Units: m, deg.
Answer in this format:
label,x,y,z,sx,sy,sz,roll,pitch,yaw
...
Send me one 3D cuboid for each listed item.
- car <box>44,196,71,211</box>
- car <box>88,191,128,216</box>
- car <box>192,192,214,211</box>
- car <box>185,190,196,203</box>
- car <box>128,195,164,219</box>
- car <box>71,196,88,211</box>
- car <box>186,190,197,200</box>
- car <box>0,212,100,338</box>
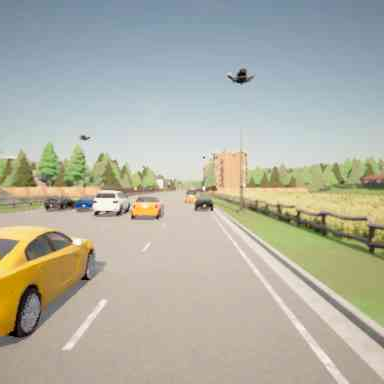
label,x,y,z,sx,sy,sz,roll,pitch,yaw
car,-13.916,1.132,35.349,2.128,1.511,4.902,0,1,0
car,-6.905,0.927,28.955,2.150,2.045,5.566,0,1,0
car,1.218,1.124,34.701,1.882,1.535,5.008,0,1,0
car,-0.098,0.808,53.381,2.097,1.767,4.553,0,0,0
car,-3.404,1.083,26.276,2.097,1.767,4.553,0,1,0
car,-10.414,1.126,34.441,1.882,1.535,5.008,0,1,0
car,-0.176,0.551,66.892,2.150,2.045,5.566,0,1,0
car,-3.400,1.410,6.506,1.882,1.535,5.008,0,1,0
